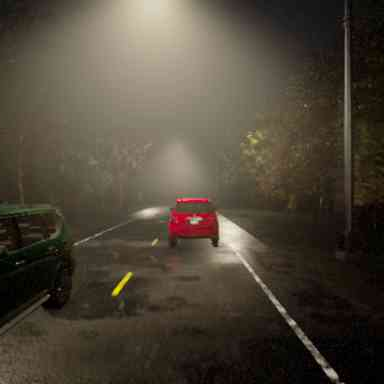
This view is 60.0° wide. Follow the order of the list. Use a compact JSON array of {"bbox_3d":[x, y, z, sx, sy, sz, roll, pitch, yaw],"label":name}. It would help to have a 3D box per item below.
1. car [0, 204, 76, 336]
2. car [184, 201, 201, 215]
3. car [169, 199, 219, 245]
[{"bbox_3d":[-3.604,1.259,5.077,2.150,2.045,5.566,0,0,0],"label":"car"},{"bbox_3d":[0.037,1.802,38.067,1.812,1.442,4.674,0,0,0],"label":"car"},{"bbox_3d":[0.091,1.340,16.211,2.150,2.045,5.566,0,0,0],"label":"car"}]
